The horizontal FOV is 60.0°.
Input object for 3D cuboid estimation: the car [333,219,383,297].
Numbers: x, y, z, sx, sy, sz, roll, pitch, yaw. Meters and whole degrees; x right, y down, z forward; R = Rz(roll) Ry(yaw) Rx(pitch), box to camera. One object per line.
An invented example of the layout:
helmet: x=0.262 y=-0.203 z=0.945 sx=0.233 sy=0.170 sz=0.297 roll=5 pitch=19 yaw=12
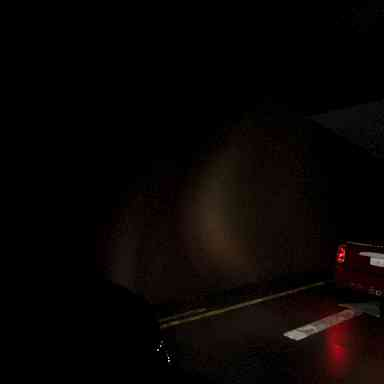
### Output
car: x=5.270 y=1.352 z=7.540 sx=4.553 sy=1.767 sz=2.097 roll=0 pitch=0 yaw=-35

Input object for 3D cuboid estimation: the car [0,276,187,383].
car: x=-2.705 y=1.221 z=1.856 sx=5.566 sy=2.045 sz=2.150 roll=0 pitch=0 yaw=-35
